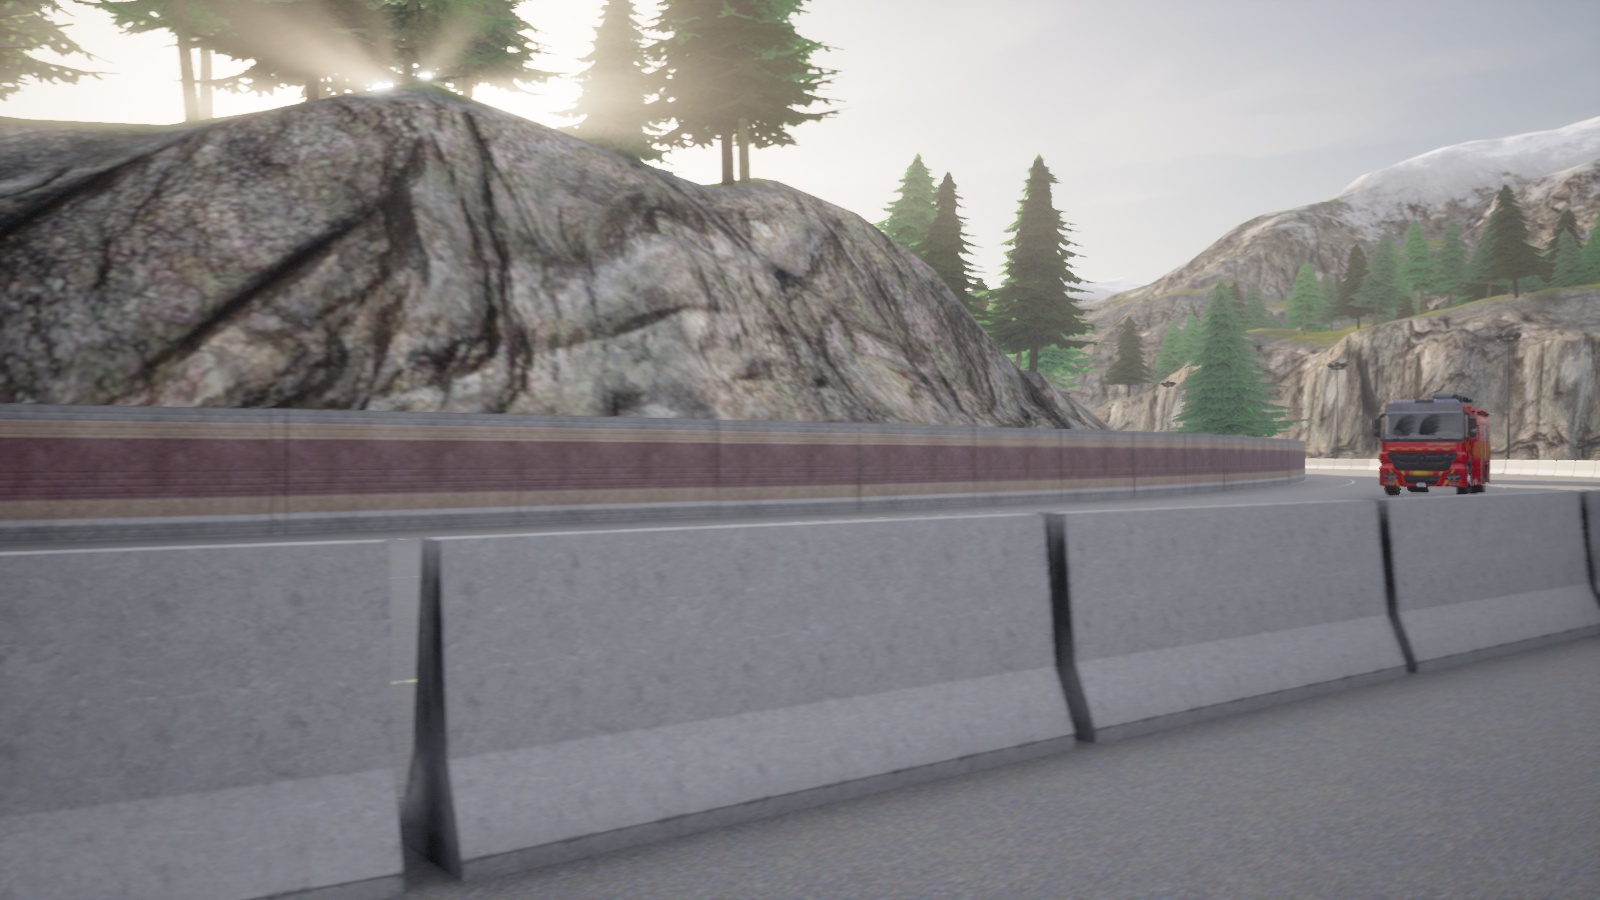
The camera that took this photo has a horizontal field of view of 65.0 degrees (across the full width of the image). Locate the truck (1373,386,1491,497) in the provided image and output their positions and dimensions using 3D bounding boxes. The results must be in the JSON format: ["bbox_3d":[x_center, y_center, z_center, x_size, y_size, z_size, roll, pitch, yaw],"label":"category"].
[{"bbox_3d":[24.245,-0.286,47.926,2.891,3.827,8.468,0,0,34],"label":"truck"}]
